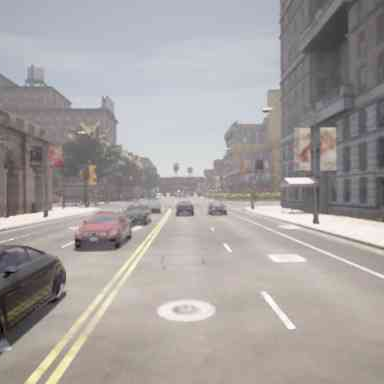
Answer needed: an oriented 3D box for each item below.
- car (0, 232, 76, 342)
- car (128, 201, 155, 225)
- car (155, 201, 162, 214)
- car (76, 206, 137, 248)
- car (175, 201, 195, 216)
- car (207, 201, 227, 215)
[{"bbox_3d":[-3.694,1.614,5.597,1.994,1.385,4.181,0,0,-1],"label":"car"},{"bbox_3d":[-4.158,1.649,25.470,1.837,1.490,4.892,0,0,-1],"label":"car"},{"bbox_3d":[-4.491,1.755,38.559,2.033,1.411,5.357,0,0,-1],"label":"car"},{"bbox_3d":[-3.920,1.622,15.423,1.812,1.442,4.674,0,0,-1],"label":"car"},{"bbox_3d":[-0.738,1.671,34.871,1.837,1.490,4.892,0,0,-2],"label":"car"},{"bbox_3d":[2.678,1.698,36.017,2.033,1.411,5.357,0,0,-1],"label":"car"}]
